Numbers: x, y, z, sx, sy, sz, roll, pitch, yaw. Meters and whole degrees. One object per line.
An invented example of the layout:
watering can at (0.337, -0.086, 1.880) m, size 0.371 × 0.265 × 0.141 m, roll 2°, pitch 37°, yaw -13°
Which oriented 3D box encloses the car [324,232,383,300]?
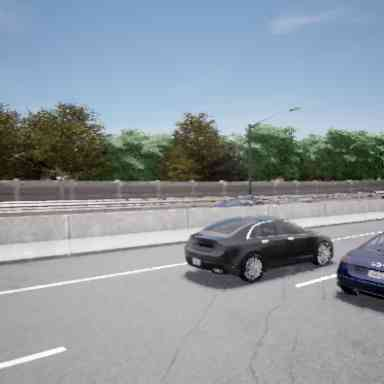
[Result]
car at (5.085, 1.493, 7.332) m, size 4.181 × 1.385 × 1.994 m, roll -1°, pitch 0°, yaw -35°

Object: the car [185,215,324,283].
car at (2.094, 1.438, 9.509) m, size 4.892 × 1.490 × 1.837 m, roll -1°, pitch 0°, yaw -35°

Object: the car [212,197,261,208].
car at (3.946, 1.374, 28.113) m, size 4.718 × 1.301 × 1.895 m, roll -1°, pitch 1°, yaw -35°

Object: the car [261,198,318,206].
car at (8.286, 1.236, 26.839) m, size 4.902 × 1.511 × 2.128 m, roll -1°, pitch 1°, yaw -34°
